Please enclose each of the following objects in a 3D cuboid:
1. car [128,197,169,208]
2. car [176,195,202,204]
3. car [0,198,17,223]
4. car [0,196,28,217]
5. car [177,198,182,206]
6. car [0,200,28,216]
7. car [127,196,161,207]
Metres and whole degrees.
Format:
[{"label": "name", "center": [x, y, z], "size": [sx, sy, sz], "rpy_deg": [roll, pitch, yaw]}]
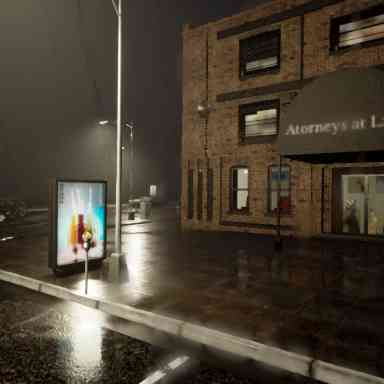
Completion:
[{"label": "car", "center": [-5.148, 1.315, 42.127], "size": [2.033, 1.411, 5.357], "rpy_deg": [1, 1, 36]}, {"label": "car", "center": [-0.410, 1.181, 54.074], "size": [1.812, 1.442, 4.674], "rpy_deg": [1, 1, 37]}, {"label": "car", "center": [-15.071, 1.419, 22.620], "size": [1.882, 1.535, 5.008], "rpy_deg": [1, 1, 36]}, {"label": "car", "center": [-16.000, 1.232, 27.128], "size": [2.097, 1.767, 4.553], "rpy_deg": [1, 1, 35]}, {"label": "car", "center": [0.267, 1.386, 43.703], "size": [1.895, 1.301, 4.718], "rpy_deg": [1, 1, 36]}, {"label": "car", "center": [-17.740, 1.430, 30.340], "size": [1.895, 1.301, 4.718], "rpy_deg": [1, 1, 33]}, {"label": "car", "center": [-6.521, 1.315, 45.748], "size": [1.895, 1.301, 4.718], "rpy_deg": [1, 1, 36]}]
